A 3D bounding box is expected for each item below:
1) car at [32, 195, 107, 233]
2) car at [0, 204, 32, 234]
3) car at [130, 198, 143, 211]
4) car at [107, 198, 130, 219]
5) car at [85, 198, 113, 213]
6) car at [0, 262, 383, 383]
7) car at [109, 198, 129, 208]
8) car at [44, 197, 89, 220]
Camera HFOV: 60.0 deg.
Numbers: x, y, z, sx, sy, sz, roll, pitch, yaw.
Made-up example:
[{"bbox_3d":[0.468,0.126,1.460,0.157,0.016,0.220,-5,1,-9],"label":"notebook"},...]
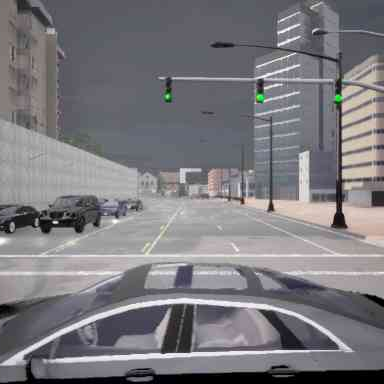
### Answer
[{"bbox_3d":[-7.109,1.221,20.068,2.150,2.045,5.566,0,0,0],"label":"car"},{"bbox_3d":[-10.612,1.505,19.435,1.837,1.490,4.892,0,0,0],"label":"car"},{"bbox_3d":[-7.116,1.491,40.051,2.128,1.511,4.902,0,0,0],"label":"car"},{"bbox_3d":[-7.117,1.526,29.708,1.812,1.442,4.674,0,0,0],"label":"car"},{"bbox_3d":[-10.618,1.505,38.321,1.837,1.490,4.892,0,0,0],"label":"car"},{"bbox_3d":[-0.316,1.494,3.149,4.902,1.511,2.128,0,0,0],"label":"car"},{"bbox_3d":[-10.586,1.601,48.381,1.895,1.301,4.718,0,0,0],"label":"car"},{"bbox_3d":[-10.618,1.352,28.503,2.097,1.767,4.553,0,0,0],"label":"car"}]
